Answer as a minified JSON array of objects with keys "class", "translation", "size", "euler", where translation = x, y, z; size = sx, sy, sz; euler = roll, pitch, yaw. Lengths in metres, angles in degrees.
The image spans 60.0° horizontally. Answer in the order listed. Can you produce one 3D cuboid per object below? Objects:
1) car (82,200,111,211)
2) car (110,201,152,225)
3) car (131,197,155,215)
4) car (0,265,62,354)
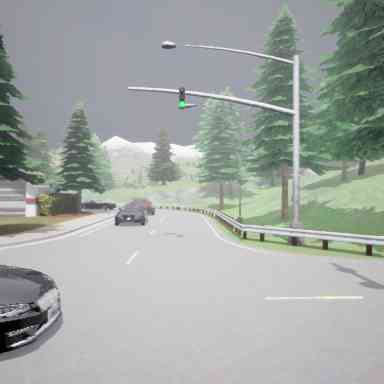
[{"class":"car","translation":[-11.796,1.603,41.147],"size":[4.718,1.301,1.895],"euler":[0,0,14]},{"class":"car","translation":[-4.225,1.562,23.688],"size":[1.994,1.385,4.181],"euler":[0,0,-3]},{"class":"car","translation":[-5.150,1.349,33.471],"size":[2.097,1.767,4.553],"euler":[0,0,-20]},{"class":"car","translation":[-4.600,1.555,5.100],"size":[4.902,1.511,2.128],"euler":[1,0,-2]}]
